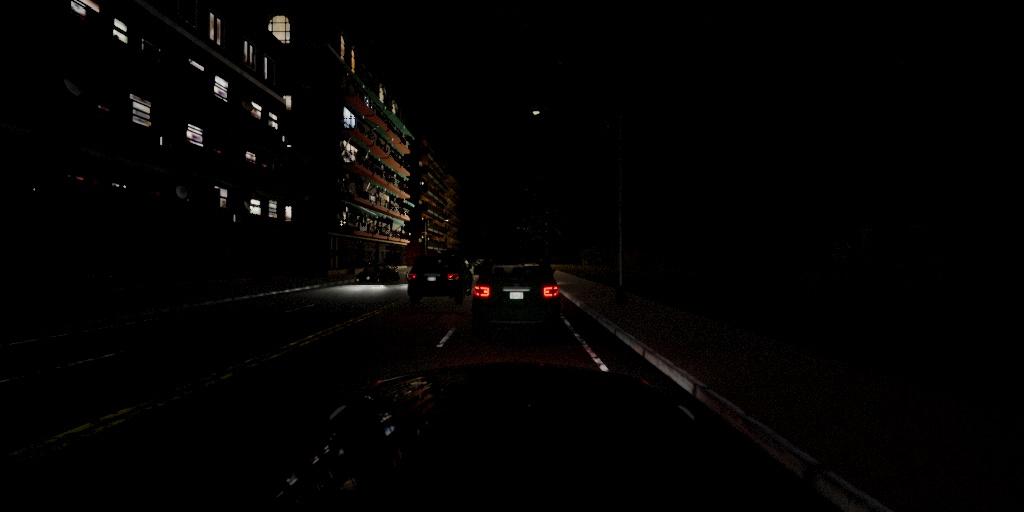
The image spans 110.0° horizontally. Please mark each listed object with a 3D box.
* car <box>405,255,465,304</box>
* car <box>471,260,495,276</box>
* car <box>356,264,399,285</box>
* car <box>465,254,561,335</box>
[{"bbox_3d":[-3.110,0.974,16.528,2.150,2.045,5.566,0,0,0],"label":"car"},{"bbox_3d":[-3.056,1.244,38.563,2.128,1.511,4.902,0,0,0],"label":"car"},{"bbox_3d":[-9.788,1.316,26.370,1.994,1.385,4.181,0,0,0],"label":"car"},{"bbox_3d":[0.116,0.973,10.654,2.150,2.045,5.566,0,0,0],"label":"car"}]
